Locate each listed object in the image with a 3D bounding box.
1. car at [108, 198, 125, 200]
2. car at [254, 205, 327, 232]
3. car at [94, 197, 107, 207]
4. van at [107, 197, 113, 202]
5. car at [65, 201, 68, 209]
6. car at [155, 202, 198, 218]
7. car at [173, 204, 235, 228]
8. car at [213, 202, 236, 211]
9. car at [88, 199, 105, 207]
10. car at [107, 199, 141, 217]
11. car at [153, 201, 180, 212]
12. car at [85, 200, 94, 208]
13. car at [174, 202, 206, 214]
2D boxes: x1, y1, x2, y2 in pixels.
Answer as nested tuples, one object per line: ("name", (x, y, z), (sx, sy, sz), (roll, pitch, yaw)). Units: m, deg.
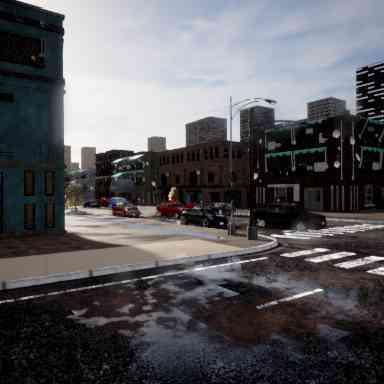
("car", (-8.522, 1.940, 42.454), (2.128, 1.511, 4.902), (-1, 0, -35))
("car", (6.292, 1.629, 21.788), (1.882, 1.535, 5.008), (-1, 0, -37))
("car", (-16.306, 1.939, 63.420), (2.192, 1.841, 5.009), (-1, 0, -35))
("van", (-13.107, 1.906, 58.903), (1.690, 1.788, 3.998), (-1, 0, -35))
("car", (-23.041, 2.232, 58.437), (1.752, 1.417, 4.829), (-1, 0, -35))
("car", (-1.690, 1.791, 32.780), (1.882, 1.535, 5.008), (-1, -1, -35))
("car", (0.776, 1.814, 24.595), (1.947, 1.339, 4.313), (-1, 0, -35))
("car", (2.892, 1.809, 36.318), (2.008, 1.369, 4.403), (-2, 0, -35))
("car", (-19.500, 2.227, 67.938), (1.887, 1.381, 4.507), (-1, 0, -35))
("car", (-7.147, 1.846, 35.990), (1.967, 1.590, 4.097), (-1, 0, -35))
("car", (-3.504, 1.965, 45.352), (1.802, 1.307, 4.206), (-1, 0, -35))
("car", (-19.242, 2.229, 63.108), (1.994, 1.385, 4.181), (-1, 0, -35))
("car", (-0.306, 1.903, 40.835), (1.802, 1.307, 4.206), (-2, 0, -35))
